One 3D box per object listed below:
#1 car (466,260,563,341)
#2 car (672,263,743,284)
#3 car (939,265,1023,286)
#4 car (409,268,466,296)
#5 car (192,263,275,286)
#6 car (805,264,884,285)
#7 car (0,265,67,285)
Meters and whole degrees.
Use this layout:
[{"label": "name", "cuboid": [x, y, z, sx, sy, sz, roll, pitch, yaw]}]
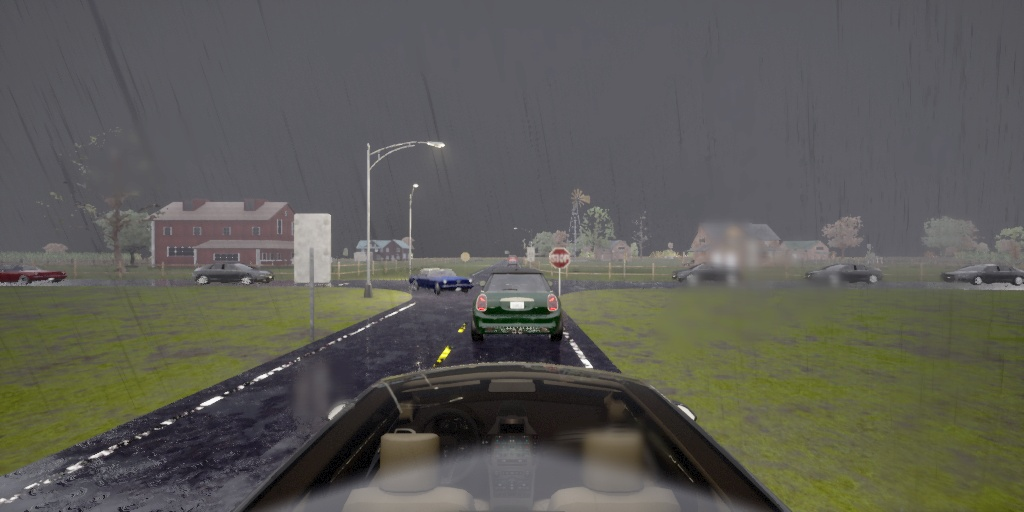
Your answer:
[{"label": "car", "cuboid": [0.119, 1.101, 10.006, 2.097, 1.767, 4.553, 0, 0, 0]}, {"label": "car", "cuboid": [14.648, 1.299, 27.023, 4.892, 1.490, 1.837, 0, 0, 1]}, {"label": "car", "cuboid": [35.165, 1.383, 26.812, 4.892, 1.490, 1.837, 0, 0, 1]}, {"label": "car", "cuboid": [-3.935, 1.347, 19.703, 1.895, 1.301, 4.718, 0, 0, -36]}, {"label": "car", "cuboid": [-18.847, 1.198, 24.397, 4.892, 1.490, 1.837, 0, 0, 1]}, {"label": "car", "cuboid": [24.862, 1.338, 26.922, 4.892, 1.490, 1.837, 0, 0, 1]}, {"label": "car", "cuboid": [-33.722, 1.255, 24.544, 4.718, 1.301, 1.895, 0, 0, 1]}]
